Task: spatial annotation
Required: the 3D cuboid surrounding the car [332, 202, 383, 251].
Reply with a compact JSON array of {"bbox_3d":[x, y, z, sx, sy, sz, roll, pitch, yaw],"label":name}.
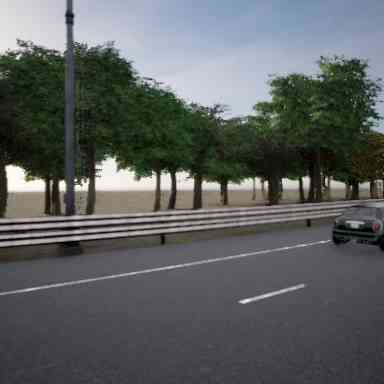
[{"bbox_3d":[7.786,1.238,13.603,4.553,1.767,2.097,-1,1,-36],"label":"car"}]
